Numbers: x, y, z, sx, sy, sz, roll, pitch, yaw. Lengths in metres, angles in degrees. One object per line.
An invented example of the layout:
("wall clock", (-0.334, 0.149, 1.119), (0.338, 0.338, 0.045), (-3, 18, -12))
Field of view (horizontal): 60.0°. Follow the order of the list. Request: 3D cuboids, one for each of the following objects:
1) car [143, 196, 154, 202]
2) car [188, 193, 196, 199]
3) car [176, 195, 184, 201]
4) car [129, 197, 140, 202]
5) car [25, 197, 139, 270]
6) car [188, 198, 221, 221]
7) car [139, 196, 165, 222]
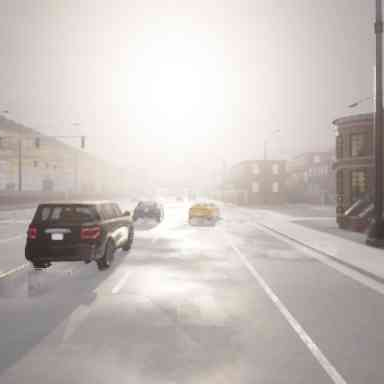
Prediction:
("car", (-10.509, 1.728, 81.074), (2.033, 1.411, 5.357), (0, 0, 0))
("car", (-0.010, 1.424, 91.442), (2.150, 2.045, 5.566), (0, 0, 0))
("car", (-3.510, 1.683, 91.742), (1.882, 1.535, 5.008), (0, 0, 0))
("car", (-14.009, 1.783, 81.046), (1.895, 1.301, 4.718), (0, 0, 0))
("car", (-3.469, 1.250, 11.316), (2.150, 2.045, 5.566), (0, 0, 0))
("car", (1.130, 1.543, 28.454), (1.882, 1.535, 5.008), (-1, 0, 16))
("car", (-3.457, 1.415, 27.347), (2.097, 1.767, 4.553), (0, 0, 0))
